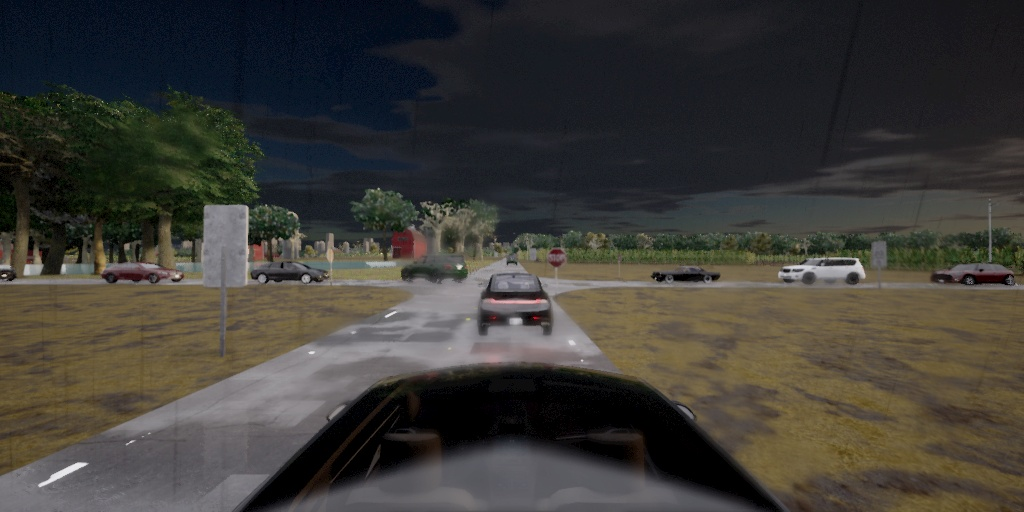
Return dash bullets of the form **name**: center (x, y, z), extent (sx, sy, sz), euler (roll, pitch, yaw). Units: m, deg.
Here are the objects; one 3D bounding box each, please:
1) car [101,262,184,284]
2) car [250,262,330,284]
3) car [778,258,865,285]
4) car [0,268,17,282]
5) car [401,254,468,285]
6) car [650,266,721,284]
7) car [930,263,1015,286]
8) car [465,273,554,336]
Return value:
- **car**: center (-25.501, 1.134, 24.800), extent (4.674, 1.442, 1.812), euler (0, -1, 0)
- **car**: center (-15.287, 1.148, 24.859), extent (4.892, 1.490, 1.837), euler (0, -1, -2)
- **car**: center (23.926, 1.147, 27.772), extent (5.566, 2.045, 2.150), euler (0, -1, 0)
- **car**: center (-37.581, 1.069, 24.808), extent (5.008, 1.535, 1.882), euler (0, -1, 0)
- **car**: center (-5.586, 0.923, 25.667), extent (5.566, 2.045, 2.150), euler (0, -2, 39)
- **car**: center (13.299, 1.446, 27.729), extent (4.718, 1.301, 1.895), euler (0, -1, -1)
- **car**: center (35.539, 1.378, 27.764), extent (4.553, 1.767, 2.097), euler (0, -1, 1)
- **car**: center (0.059, 1.237, 10.359), extent (2.128, 1.511, 4.902), euler (0, 0, -1)
